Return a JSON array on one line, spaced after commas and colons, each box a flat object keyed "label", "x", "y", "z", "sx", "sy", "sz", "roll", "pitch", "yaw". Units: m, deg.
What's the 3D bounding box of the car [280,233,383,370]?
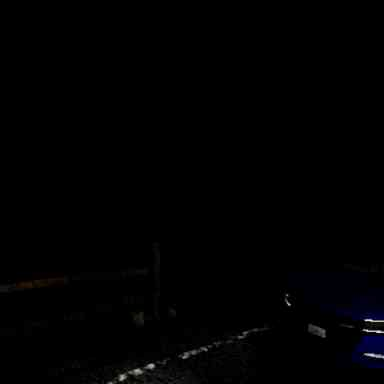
[{"label": "car", "x": 3.603, "y": 1.474, "z": 5.646, "sx": 5.008, "sy": 1.535, "sz": 1.882, "roll": 0, "pitch": 0, "yaw": -36}]
